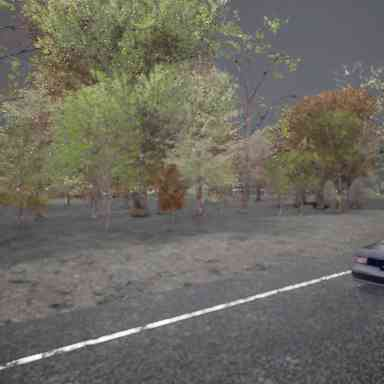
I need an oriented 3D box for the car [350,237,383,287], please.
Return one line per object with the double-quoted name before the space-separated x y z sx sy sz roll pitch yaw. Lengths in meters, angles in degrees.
"car" 5.981 1.483 8.050 5.357 1.411 2.033 0 0 -36
